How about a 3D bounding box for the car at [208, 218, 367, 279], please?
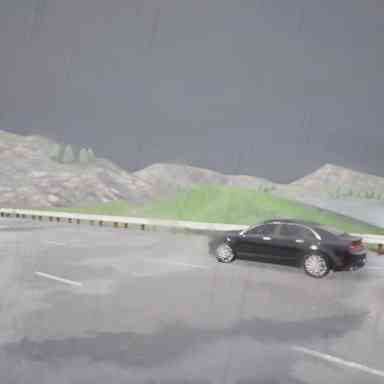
[{"bbox_3d":[2.779,1.605,10.546,4.892,1.490,1.837,1,0,37],"label":"car"}]
